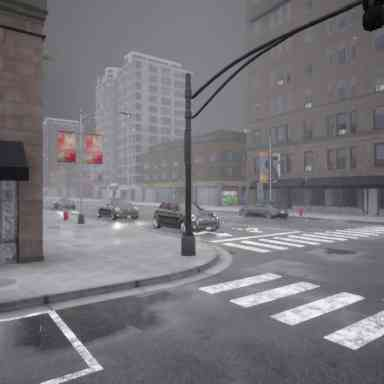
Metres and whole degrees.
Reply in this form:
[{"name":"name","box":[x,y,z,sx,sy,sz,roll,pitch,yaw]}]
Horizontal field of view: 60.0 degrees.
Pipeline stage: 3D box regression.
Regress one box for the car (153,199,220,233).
[{"name":"car","box":[-0.430,1.332,19.338,2.097,1.767,4.553,0,0,-36]}]

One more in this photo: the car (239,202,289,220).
[{"name":"car","box":[5.898,1.526,27.585,1.994,1.385,4.181,0,0,-36]}]

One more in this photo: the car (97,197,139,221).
[{"name":"car","box":[-6.111,1.318,27.201,2.097,1.767,4.553,0,0,-36]}]

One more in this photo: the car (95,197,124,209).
[{"name":"car","box":[-11.460,1.476,46.052,2.033,1.411,5.357,0,0,-36]}]

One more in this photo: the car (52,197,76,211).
[{"name":"car","box":[-15.503,1.446,40.237,1.837,1.490,4.892,0,0,-36]}]
